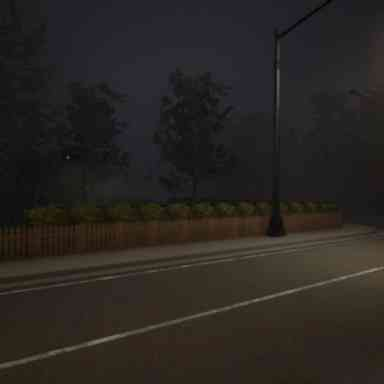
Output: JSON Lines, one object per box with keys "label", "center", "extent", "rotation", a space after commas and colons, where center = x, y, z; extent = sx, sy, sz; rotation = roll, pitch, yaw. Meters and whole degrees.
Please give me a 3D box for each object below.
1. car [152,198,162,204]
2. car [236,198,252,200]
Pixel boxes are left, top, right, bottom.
{"label": "car", "center": [-7.382, 1.810, 60.610], "extent": [1.895, 1.301, 4.718], "rotation": [1, 0, -36]}
{"label": "car", "center": [6.764, 1.560, 41.000], "extent": [2.097, 1.767, 4.553], "rotation": [1, 0, -36]}
